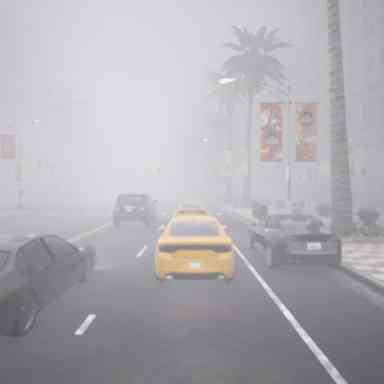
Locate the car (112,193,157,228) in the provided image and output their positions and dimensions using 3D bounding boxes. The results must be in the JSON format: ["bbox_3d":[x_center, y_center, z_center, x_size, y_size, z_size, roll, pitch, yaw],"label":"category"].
[{"bbox_3d":[-3.532,1.078,21.284,2.150,2.045,5.566,0,0,0],"label":"car"}]

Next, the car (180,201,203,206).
[{"bbox_3d":[-0.035,1.332,21.568,1.882,1.535,5.008,0,0,-1],"label":"car"}]

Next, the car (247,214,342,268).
[{"bbox_3d":[3.131,1.439,10.969,2.161,1.482,4.786,0,0,-1],"label":"car"}]

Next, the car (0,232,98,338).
[{"bbox_3d":[-3.429,1.503,6.464,2.033,1.411,5.357,0,0,0],"label":"car"}]

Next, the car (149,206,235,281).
[{"bbox_3d":[0.049,1.412,9.673,1.882,1.535,5.008,0,1,-1],"label":"car"}]
